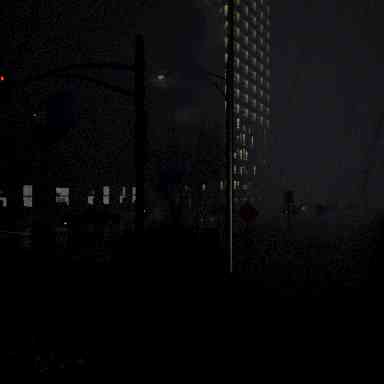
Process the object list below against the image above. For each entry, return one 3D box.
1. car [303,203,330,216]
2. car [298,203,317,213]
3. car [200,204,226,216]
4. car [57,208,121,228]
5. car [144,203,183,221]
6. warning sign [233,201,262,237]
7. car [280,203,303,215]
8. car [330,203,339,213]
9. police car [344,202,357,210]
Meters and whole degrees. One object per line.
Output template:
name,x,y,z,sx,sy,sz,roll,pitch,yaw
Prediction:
car,16.973,2.376,45.239,1.837,1.490,4.892,0,-1,33
car,19.106,2.534,54.750,1.837,1.490,4.892,0,-1,33
car,2.829,2.195,41.628,1.812,1.442,4.674,0,-1,33
car,-7.712,1.921,25.252,1.895,1.301,4.718,0,-1,33
car,-2.795,1.835,32.894,2.097,1.767,4.553,0,-1,33
warning sign,3.104,1.454,18.559,1.300,1.860,1.060,1,1,33
car,13.919,2.459,46.590,1.895,1.301,4.718,0,-1,33
car,22.503,2.529,53.853,1.882,1.535,5.008,0,-1,33
police car,31.466,2.739,65.857,1.930,1.638,5.238,0,-1,33
